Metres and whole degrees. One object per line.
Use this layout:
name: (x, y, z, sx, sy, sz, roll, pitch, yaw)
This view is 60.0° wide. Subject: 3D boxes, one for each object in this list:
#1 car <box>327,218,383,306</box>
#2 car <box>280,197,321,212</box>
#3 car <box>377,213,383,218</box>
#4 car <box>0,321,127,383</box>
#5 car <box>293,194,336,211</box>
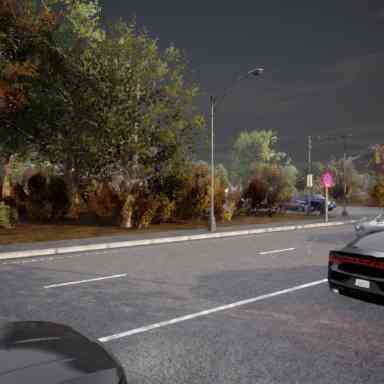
car: (5.051, 1.478, 7.370, 5.008, 1.535, 1.882, 0, 0, -36)
car: (12.144, 1.564, 38.215, 1.994, 1.385, 4.181, 0, 0, -32)
car: (9.333, 1.601, 15.054, 4.718, 1.301, 1.895, 0, 0, -36)
car: (-2.728, 1.505, 1.792, 4.892, 1.490, 1.837, 0, 0, -36)
car: (14.746, 1.221, 40.685, 2.150, 2.045, 5.566, 0, 0, -31)
